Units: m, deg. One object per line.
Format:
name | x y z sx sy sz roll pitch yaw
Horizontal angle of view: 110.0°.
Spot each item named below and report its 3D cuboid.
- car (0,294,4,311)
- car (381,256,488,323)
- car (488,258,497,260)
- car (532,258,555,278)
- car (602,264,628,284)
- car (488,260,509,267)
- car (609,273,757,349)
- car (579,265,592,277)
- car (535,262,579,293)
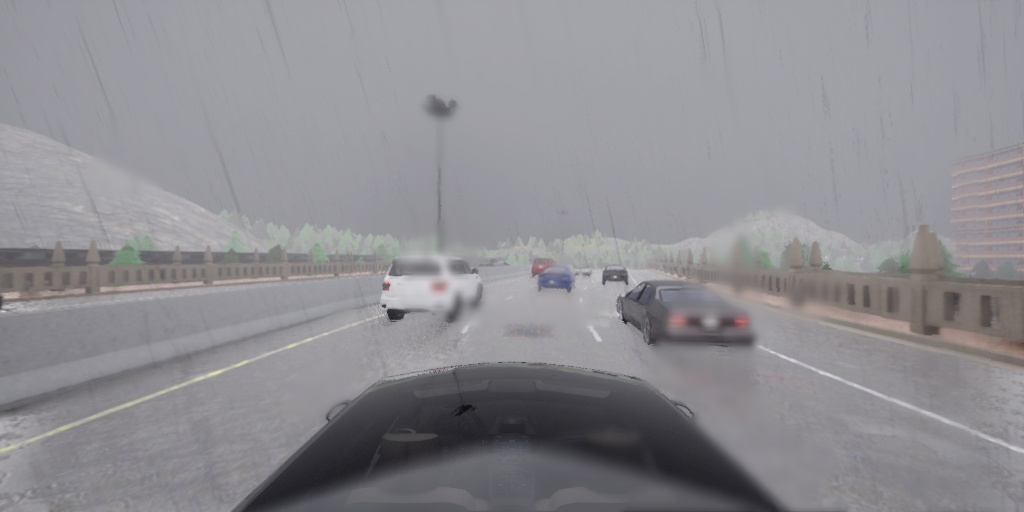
car | -17.096 1.245 9.126 1.882 1.535 5.008 0 0 5
car | -2.516 1.038 12.636 2.150 2.045 5.566 0 0 7
car | -3.588 1.290 51.567 2.150 2.045 5.566 0 -1 16
car | 3.573 1.213 37.867 2.150 2.045 5.566 0 0 16
car | 8.330 1.419 28.992 1.882 1.535 5.008 0 0 16
car | -1.638 1.538 45.739 1.837 1.490 4.892 0 0 16
car | 4.099 1.354 9.413 2.033 1.411 5.357 0 0 6
car | 7.881 1.614 40.186 1.895 1.301 4.718 0 0 16
car | 2.889 1.365 22.187 1.882 1.535 5.008 0 0 13
